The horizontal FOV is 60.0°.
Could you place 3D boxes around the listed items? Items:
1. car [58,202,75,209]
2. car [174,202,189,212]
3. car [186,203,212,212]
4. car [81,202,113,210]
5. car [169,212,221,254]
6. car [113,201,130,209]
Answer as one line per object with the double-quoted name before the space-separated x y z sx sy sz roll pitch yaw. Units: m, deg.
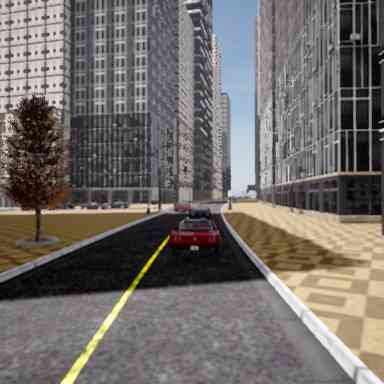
"car" -24.716 2.634 64.305 4.313 1.339 1.947 -1 0 13
"car" -1.157 1.957 44.126 1.994 1.385 4.181 0 -1 5
"car" 0.779 1.867 29.009 1.895 1.301 4.718 0 0 3
"car" -15.677 2.288 53.580 4.403 1.369 2.008 -1 0 13
"car" 0.164 1.733 14.068 1.895 1.301 4.718 0 0 2
"car" -13.764 2.397 61.738 4.403 1.369 2.008 -1 0 13
